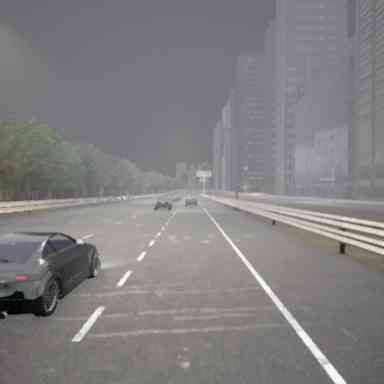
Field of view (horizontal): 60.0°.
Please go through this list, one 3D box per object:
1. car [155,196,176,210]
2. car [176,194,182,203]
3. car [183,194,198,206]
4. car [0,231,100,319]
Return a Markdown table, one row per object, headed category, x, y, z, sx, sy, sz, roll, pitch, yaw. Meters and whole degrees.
| category | x | y | z | sx | sy | sz | roll | pitch | yaw |
| --- | --- | --- | --- | --- | --- | --- | --- | --- | --- |
| car | -3.609 | 1.393 | 43.110 | 2.097 | 1.767 | 4.553 | 0 | 0 | 0 |
| car | -3.794 | 1.626 | 73.192 | 2.128 | 1.511 | 4.902 | 0 | 0 | 0 |
| car | -0.076 | 1.557 | 56.306 | 2.128 | 1.511 | 4.902 | 0 | 0 | 0 |
| car | -3.506 | 1.566 | 7.473 | 1.994 | 1.385 | 4.181 | 0 | 0 | 0 |
